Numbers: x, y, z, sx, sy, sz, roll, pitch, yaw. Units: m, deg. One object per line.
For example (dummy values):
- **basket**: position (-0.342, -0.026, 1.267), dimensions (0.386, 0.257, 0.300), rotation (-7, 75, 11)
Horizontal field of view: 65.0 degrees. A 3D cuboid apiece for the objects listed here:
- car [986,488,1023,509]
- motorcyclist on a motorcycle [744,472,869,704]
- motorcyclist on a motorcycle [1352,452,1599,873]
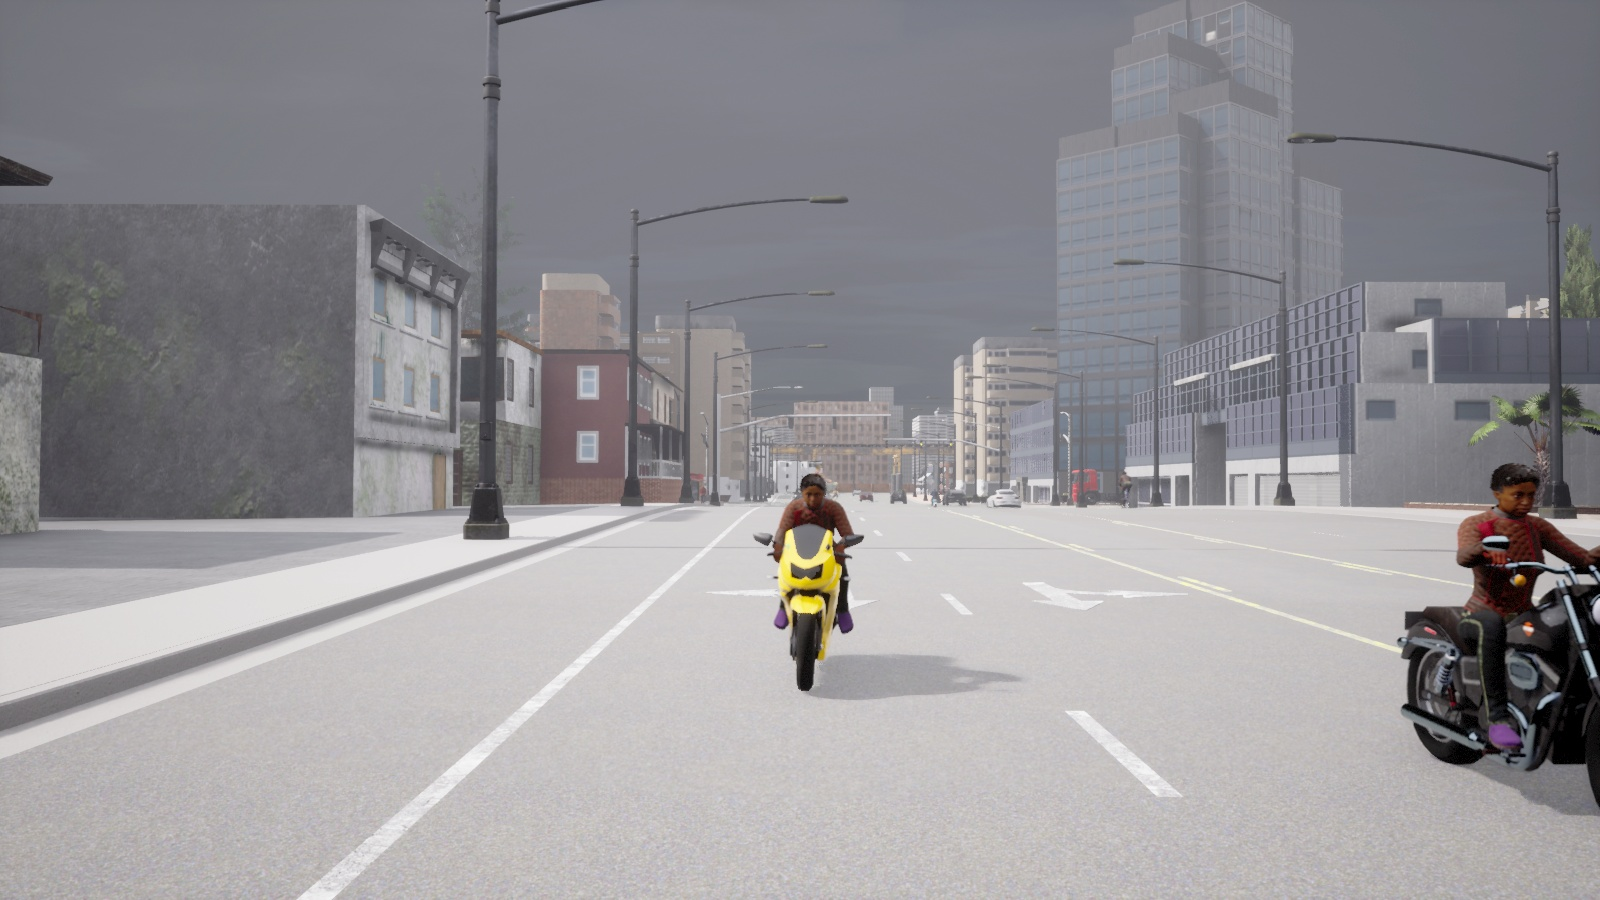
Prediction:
- **car**: position (14.151, 3.368, 87.285), dimensions (1.812, 1.442, 4.674), rotation (0, -2, 0)
- **motorcyclist on a motorcycle**: position (0.097, 0.931, 9.387), dimensions (0.797, 1.523, 2.044), rotation (0, -1, 4)
- **motorcyclist on a motorcycle**: position (3.520, 0.842, 5.955), dimensions (0.766, 1.649, 2.350), rotation (0, 0, 0)
